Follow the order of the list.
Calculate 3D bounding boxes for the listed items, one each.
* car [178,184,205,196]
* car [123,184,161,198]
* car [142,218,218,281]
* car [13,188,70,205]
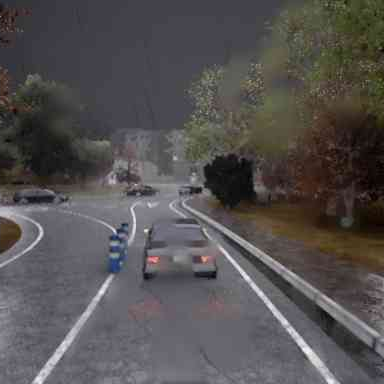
[{"bbox_3d":[0.016,-0.322,42.390,2.128,1.511,4.902,2,4,25],"label":"car"},{"bbox_3d":[-5.861,-0.146,39.812,1.837,1.490,4.892,4,4,44],"label":"car"},{"bbox_3d":[-0.458,1.486,9.798,2.033,1.411,5.357,0,1,-5],"label":"car"},{"bbox_3d":[-14.276,0.398,31.707,4.892,1.490,1.837,-1,4,-10],"label":"car"}]
